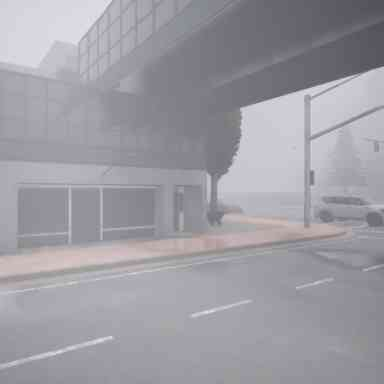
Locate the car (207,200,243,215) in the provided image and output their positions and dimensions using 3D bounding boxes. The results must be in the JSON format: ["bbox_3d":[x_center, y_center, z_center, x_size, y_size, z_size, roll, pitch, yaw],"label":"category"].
[{"bbox_3d":[3.175,1.525,34.143,1.812,1.442,4.674,0,0,-36],"label":"car"}]

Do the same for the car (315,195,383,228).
[{"bbox_3d":[11.270,1.222,22.970,2.150,2.045,5.566,0,0,-36],"label":"car"}]
